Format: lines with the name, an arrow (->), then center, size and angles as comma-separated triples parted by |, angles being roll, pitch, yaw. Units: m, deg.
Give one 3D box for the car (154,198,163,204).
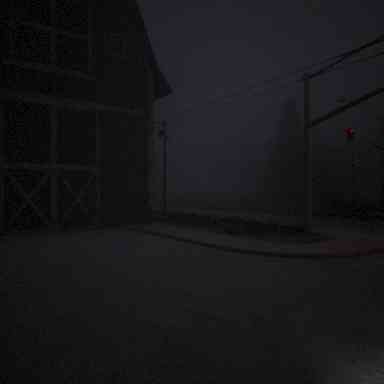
car -> -6.263, 1.557, 49.879 | 1.895, 1.301, 4.718 | 0, 0, -34
